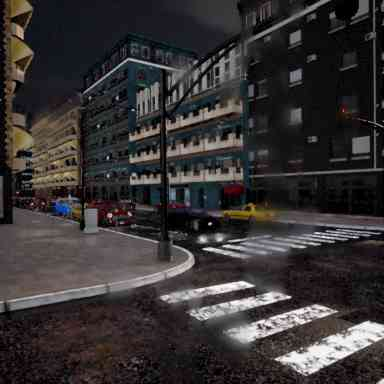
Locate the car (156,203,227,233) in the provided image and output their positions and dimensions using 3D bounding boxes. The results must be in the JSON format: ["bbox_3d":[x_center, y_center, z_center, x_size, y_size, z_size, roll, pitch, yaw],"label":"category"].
[{"bbox_3d":[-0.137,1.621,20.378,1.994,1.385,4.181,-1,1,-35],"label":"car"}]

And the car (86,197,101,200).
[{"bbox_3d":[-15.081,1.502,51.318,1.967,1.590,4.097,-1,1,-35],"label":"car"}]

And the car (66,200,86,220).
[{"bbox_3d":[-8.957,1.652,28.290,1.752,1.417,4.829,-1,1,-35],"label":"car"}]

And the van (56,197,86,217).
[{"bbox_3d":[-12.271,1.483,32.934,1.690,1.788,3.998,-1,1,-35],"label":"van"}]

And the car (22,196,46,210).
[{"bbox_3d":[-21.905,1.628,46.455,1.967,1.590,4.097,-1,1,-35],"label":"car"}]

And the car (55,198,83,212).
[{"bbox_3d":[-15.759,1.620,42.353,2.128,1.511,4.902,-1,0,-35],"label":"car"}]

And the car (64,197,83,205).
[{"bbox_3d":[-21.504,1.645,60.333,2.008,1.369,4.403,-1,1,-35],"label":"car"}]

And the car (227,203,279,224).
[{"bbox_3d":[4.093,1.498,24.417,1.752,1.417,4.829,-1,1,-35],"label":"car"}]

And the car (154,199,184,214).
[{"bbox_3d":[-2.233,1.441,33.291,1.967,1.590,4.097,-1,1,-35],"label":"car"}]

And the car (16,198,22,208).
[{"bbox_3d":[-25.115,1.770,50.963,1.947,1.339,4.313,-1,1,-35],"label":"car"}]

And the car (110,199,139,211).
[{"bbox_3d":[-8.656,1.582,42.305,2.008,1.369,4.403,-1,1,-35],"label":"car"}]

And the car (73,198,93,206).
[{"bbox_3d":[-18.292,1.644,55.826,1.947,1.339,4.313,-1,1,-35],"label":"car"}]

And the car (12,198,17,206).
[{"bbox_3d":[-31.539,1.783,59.977,1.887,1.381,4.507,-1,1,-35],"label":"car"}]

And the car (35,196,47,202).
[{"bbox_3d":[-37.563,1.728,82.867,1.887,1.381,4.507,-1,1,-35],"label":"car"}]

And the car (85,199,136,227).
[{"bbox_3d":[-5.846,1.553,23.922,1.967,1.590,4.097,-1,1,-35],"label":"car"}]
